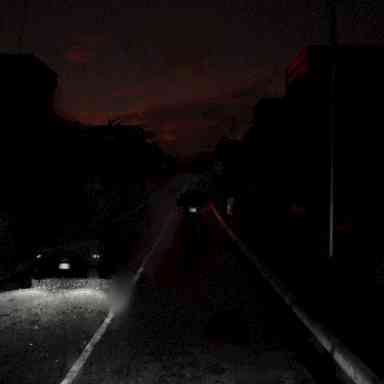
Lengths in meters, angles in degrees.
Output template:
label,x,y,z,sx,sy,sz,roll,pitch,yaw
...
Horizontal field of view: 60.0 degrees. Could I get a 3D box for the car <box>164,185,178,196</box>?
label,x,y,z,sx,sy,sz,roll,pitch,yaw
car,-3.098,-0.273,50.417,1.882,1.535,5.008,0,3,0

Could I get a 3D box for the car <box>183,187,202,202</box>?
label,x,y,z,sx,sy,sz,roll,pitch,yaw
car,0.083,0.305,40.708,2.128,1.511,4.902,0,3,0

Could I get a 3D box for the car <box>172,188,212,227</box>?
label,x,y,z,sx,sy,sz,roll,pitch,yaw
car,0.098,1.033,21.671,2.150,2.045,5.566,0,2,0

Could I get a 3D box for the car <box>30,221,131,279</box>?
label,x,y,z,sx,sy,sz,roll,pitch,yaw
car,-3.107,1.608,10.085,1.994,1.385,4.181,0,0,0
